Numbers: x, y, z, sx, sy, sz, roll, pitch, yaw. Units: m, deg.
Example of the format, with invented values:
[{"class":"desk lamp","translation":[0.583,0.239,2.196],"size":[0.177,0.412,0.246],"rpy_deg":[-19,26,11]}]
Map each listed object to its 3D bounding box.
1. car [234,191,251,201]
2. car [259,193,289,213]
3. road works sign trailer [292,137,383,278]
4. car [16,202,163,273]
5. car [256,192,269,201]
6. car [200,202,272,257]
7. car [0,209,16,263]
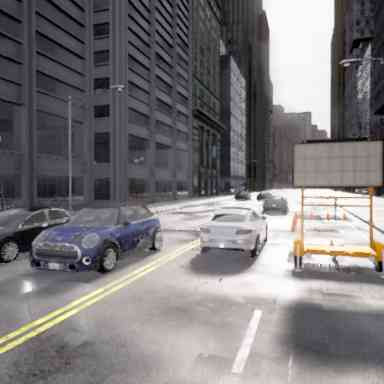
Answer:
[{"class":"car","translation":[7.858,0.563,51.411],"size":[1.882,1.535,5.008],"rpy_deg":[0,1,19]},{"class":"car","translation":[7.284,1.030,28.781],"size":[1.994,1.385,4.181],"rpy_deg":[0,1,19]},{"class":"road works sign trailer","translation":[4.171,0.269,9.677],"size":[2.380,3.560,2.880],"rpy_deg":[0,1,19]},{"class":"car","translation":[-2.631,1.161,10.169],"size":[2.097,1.767,4.553],"rpy_deg":[0,1,19]},{"class":"car","translation":[10.890,0.648,50.243],"size":[2.033,1.411,5.357],"rpy_deg":[0,1,19]},{"class":"car","translation":[1.628,1.293,12.009],"size":[1.812,1.442,4.674],"rpy_deg":[0,1,19]},{"class":"car","translation":[-5.669,1.298,11.334],"size":[1.837,1.490,4.892],"rpy_deg":[0,1,19]}]
